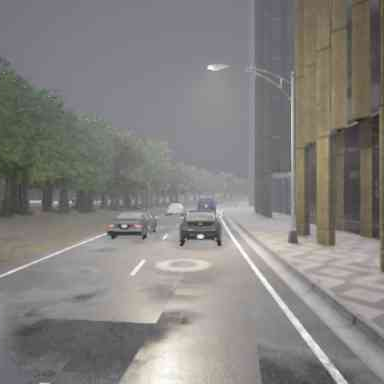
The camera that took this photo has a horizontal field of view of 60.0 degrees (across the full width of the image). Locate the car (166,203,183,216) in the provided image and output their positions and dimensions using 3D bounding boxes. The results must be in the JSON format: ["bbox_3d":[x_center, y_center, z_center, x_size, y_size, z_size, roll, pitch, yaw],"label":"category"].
[{"bbox_3d":[-1.799,2.030,38.281,1.812,1.442,4.674,0,-1,4],"label":"car"}]

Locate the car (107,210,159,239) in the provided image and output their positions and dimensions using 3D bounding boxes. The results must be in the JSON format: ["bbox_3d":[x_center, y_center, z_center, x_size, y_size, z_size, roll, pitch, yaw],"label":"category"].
[{"bbox_3d":[-3.019,1.652,17.821,2.033,1.411,5.357,0,-1,2],"label":"car"}]

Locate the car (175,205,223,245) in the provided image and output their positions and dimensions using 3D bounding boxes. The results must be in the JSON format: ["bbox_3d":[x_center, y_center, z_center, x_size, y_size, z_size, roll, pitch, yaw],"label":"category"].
[{"bbox_3d":[0.430,1.592,16.014,1.837,1.490,4.892,0,-1,2],"label":"car"}]

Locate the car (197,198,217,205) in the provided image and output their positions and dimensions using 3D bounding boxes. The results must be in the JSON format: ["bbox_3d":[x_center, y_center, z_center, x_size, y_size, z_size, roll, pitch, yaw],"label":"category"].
[{"bbox_3d":[1.802,1.765,39.484,2.150,2.045,5.566,0,-1,5],"label":"car"}]
